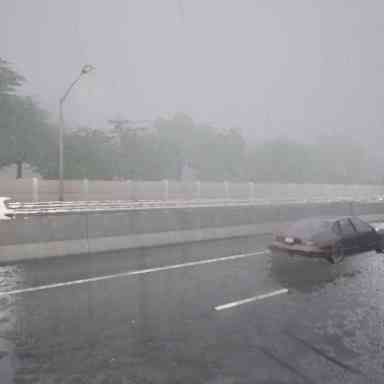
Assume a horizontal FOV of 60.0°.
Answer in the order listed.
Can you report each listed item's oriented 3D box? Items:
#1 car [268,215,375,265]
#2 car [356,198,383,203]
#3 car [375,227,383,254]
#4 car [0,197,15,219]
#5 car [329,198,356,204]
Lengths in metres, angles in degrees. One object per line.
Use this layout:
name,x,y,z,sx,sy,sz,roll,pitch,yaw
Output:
car,5.016,1.512,11.627,5.357,1.411,2.033,0,0,-36
car,23.063,1.420,41.926,4.181,1.385,1.994,0,0,-35
car,6.900,1.529,8.671,4.181,1.385,1.994,0,0,-36
car,-10.398,1.224,13.773,5.566,2.045,2.150,0,0,-36
car,20.186,1.460,44.176,4.718,1.301,1.895,0,0,-35
